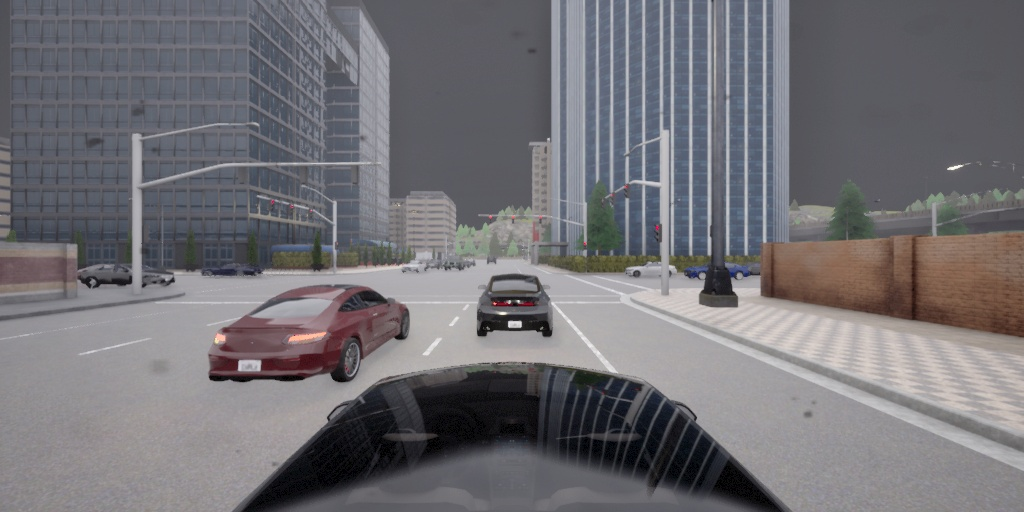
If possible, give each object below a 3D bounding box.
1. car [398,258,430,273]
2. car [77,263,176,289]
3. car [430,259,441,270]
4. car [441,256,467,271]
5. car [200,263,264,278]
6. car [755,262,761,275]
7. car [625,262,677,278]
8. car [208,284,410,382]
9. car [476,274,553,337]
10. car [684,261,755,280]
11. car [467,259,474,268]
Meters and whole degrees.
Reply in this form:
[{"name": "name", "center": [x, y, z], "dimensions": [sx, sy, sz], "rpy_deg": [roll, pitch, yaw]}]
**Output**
[{"name": "car", "center": [-11.528, 1.264, 42.433], "dimensions": [1.812, 1.442, 4.674], "rpy_deg": [0, 0, 4]}, {"name": "car", "center": [-24.228, 1.235, 22.716], "dimensions": [4.902, 1.511, 2.128], "rpy_deg": [0, 0, 0]}, {"name": "car", "center": [-11.455, 1.227, 53.273], "dimensions": [2.128, 1.511, 4.902], "rpy_deg": [0, 0, -1]}, {"name": "car", "center": [-7.884, 0.960, 49.215], "dimensions": [2.150, 2.045, 5.566], "rpy_deg": [0, 0, -1]}, {"name": "car", "center": [-26.069, 1.342, 33.425], "dimensions": [4.718, 1.301, 1.895], "rpy_deg": [0, 0, -1]}, {"name": "car", "center": [23.075, 1.288, 33.870], "dimensions": [5.357, 1.411, 2.033], "rpy_deg": [0, 0, 0]}, {"name": "car", "center": [13.030, 1.267, 33.763], "dimensions": [4.674, 1.442, 1.812], "rpy_deg": [0, 0, 1]}, {"name": "car", "center": [-3.437, 1.274, 7.010], "dimensions": [1.812, 1.442, 4.674], "rpy_deg": [0, 0, 0]}, {"name": "car", "center": [0.065, 1.252, 10.275], "dimensions": [1.837, 1.490, 4.892], "rpy_deg": [0, 0, 0]}, {"name": "car", "center": [17.212, 1.219, 30.319], "dimensions": [5.008, 1.535, 1.882], "rpy_deg": [0, 0, 0]}, {"name": "car", "center": [-8.036, 1.298, 59.893], "dimensions": [1.994, 1.385, 4.181], "rpy_deg": [0, 0, 0]}]
